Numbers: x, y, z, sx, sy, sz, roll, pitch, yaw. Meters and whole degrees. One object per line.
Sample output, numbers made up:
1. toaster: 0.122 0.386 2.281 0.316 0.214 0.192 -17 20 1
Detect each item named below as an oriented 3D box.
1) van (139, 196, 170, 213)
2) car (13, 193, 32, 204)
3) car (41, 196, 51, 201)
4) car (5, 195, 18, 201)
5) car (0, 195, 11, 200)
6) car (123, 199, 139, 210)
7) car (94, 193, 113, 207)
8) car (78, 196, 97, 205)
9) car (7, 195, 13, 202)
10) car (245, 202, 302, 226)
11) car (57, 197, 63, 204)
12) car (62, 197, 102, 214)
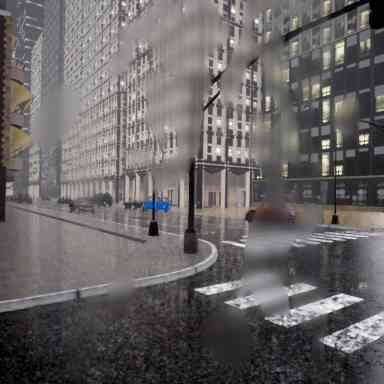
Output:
1. van: -4.094 1.382 37.722 1.690 1.788 3.998 1 -1 -35
2. car: -30.545 1.155 60.507 2.192 1.841 5.009 1 -1 -35
3. car: -36.798 1.570 83.778 1.802 1.307 4.206 1 -1 -35
4. car: -40.358 1.378 74.322 2.008 1.369 4.403 1 -1 -35
5. car: -46.803 1.365 83.398 1.752 1.417 4.829 1 -1 -35
6. car: -7.367 1.584 42.326 2.008 1.369 4.403 1 -1 -35
7. car: -14.513 1.255 53.121 2.150 2.045 5.566 1 -1 -35
8. car: -18.521 1.525 58.824 1.837 1.490 4.892 1 -1 -35
9. car: -37.089 1.396 69.717 1.947 1.339 4.313 1 -1 -35
10. car: 5.715 1.505 23.904 1.967 1.590 4.097 1 -1 -35
11. car: -22.621 1.522 59.327 1.994 1.385 4.181 1 -1 -35
12. car: -10.930 1.427 32.870 2.008 1.369 4.403 1 -1 -35
